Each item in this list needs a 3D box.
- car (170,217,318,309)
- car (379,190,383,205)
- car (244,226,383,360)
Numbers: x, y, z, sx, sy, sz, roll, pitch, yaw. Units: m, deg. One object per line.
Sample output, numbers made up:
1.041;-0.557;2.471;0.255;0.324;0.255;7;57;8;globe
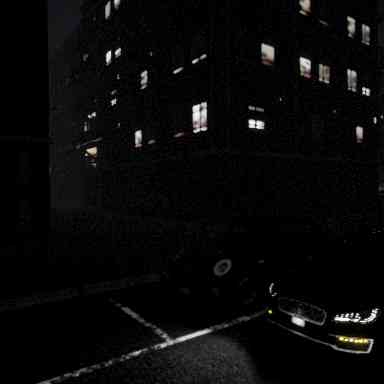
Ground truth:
1.491;1.358;7.623;4.097;1.590;1.967;-1;1;-35;car
19.878;0.724;34.965;2.192;1.841;5.009;-1;1;-36;car
3.371;1.416;5.780;4.892;1.490;1.837;-1;1;-35;car
